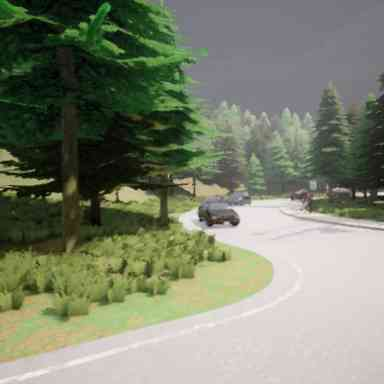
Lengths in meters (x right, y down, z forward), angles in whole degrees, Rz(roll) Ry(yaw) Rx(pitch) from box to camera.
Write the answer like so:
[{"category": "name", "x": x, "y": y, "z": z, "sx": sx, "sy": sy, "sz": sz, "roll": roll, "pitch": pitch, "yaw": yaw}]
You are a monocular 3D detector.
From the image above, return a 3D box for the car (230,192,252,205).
[{"category": "car", "x": 5.768, "y": 0.774, "z": 40.660, "sx": 2.097, "sy": 1.767, "sz": 4.553, "roll": -1, "pitch": 1, "yaw": 27}]

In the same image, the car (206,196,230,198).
[{"category": "car", "x": 2.056, "y": 1.131, "z": 31.093, "sx": 1.837, "sy": 1.490, "sz": 4.892, "roll": -1, "pitch": 1, "yaw": 15}]

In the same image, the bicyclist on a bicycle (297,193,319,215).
[{"category": "bicyclist on a bicycle", "x": 8.685, "y": 0.894, "z": 24.971, "sx": 1.656, "sy": 1.620, "sz": 0.582, "roll": -1, "pitch": 1, "yaw": -1}]

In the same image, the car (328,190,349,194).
[{"category": "car", "x": 25.271, "y": 0.364, "z": 56.720, "sx": 4.674, "sy": 1.442, "sz": 1.812, "roll": -1, "pitch": 1, "yaw": -18}]

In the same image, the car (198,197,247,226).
[{"category": "car", "x": 1.569, "y": 1.323, "z": 21.238, "sx": 2.033, "sy": 1.411, "sz": 5.357, "roll": -1, "pitch": 1, "yaw": -8}]

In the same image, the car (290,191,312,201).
[{"category": "car", "x": 16.823, "y": 0.556, "z": 50.629, "sx": 1.882, "sy": 1.535, "sz": 5.008, "roll": 0, "pitch": 1, "yaw": 44}]
